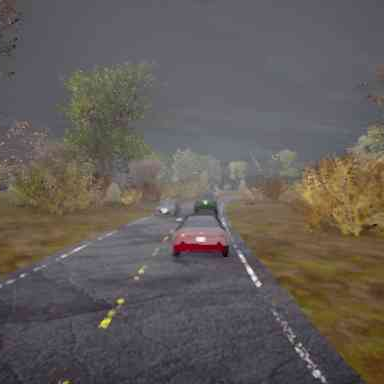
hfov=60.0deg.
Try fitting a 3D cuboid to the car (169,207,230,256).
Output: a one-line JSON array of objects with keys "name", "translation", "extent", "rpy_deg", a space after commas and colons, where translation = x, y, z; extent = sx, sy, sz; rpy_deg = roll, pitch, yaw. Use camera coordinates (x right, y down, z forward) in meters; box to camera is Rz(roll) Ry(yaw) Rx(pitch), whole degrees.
[{"name": "car", "translation": [0.354, 1.482, 12.770], "extent": [1.994, 1.385, 4.181], "rpy_deg": [0, 0, 2]}]

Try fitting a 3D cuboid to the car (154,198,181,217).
[{"name": "car", "translation": [-2.022, 1.305, 28.958], "extent": [2.128, 1.511, 4.902], "rpy_deg": [0, 0, 4]}]

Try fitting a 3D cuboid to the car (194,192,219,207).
[{"name": "car", "translation": [1.398, 1.023, 32.083], "extent": [2.150, 2.045, 5.566], "rpy_deg": [0, 1, 4]}]
